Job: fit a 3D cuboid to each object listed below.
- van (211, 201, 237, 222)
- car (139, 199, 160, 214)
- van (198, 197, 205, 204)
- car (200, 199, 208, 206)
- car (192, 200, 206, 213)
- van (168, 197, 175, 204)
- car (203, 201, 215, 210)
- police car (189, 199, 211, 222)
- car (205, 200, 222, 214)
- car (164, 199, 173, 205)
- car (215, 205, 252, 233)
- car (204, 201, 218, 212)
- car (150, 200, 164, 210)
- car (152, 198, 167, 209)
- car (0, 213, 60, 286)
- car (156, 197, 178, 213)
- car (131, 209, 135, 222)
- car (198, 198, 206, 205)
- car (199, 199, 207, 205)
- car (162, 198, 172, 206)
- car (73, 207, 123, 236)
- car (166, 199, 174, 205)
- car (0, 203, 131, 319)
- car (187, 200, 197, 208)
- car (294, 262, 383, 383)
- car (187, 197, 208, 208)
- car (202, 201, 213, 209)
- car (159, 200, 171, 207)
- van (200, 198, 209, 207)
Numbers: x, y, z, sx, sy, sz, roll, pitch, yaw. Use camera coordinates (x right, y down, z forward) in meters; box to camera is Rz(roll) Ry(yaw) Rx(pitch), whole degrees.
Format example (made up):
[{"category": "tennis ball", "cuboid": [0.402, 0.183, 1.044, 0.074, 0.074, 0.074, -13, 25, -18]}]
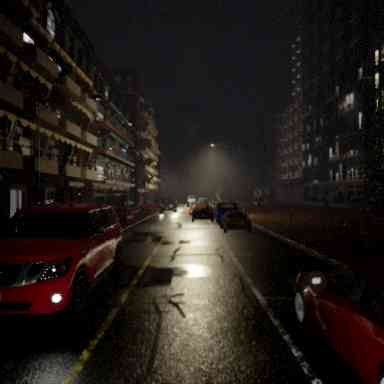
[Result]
[{"category": "van", "cuboid": [2.686, 1.622, 26.432, 1.690, 1.788, 3.998, 0, -1, 0]}, {"category": "car", "cuboid": [-5.693, 2.012, 43.010, 1.887, 1.381, 4.507, 0, -1, 0]}, {"category": "van", "cuboid": [2.689, 2.402, 92.749, 1.690, 1.788, 3.998, 0, -1, 0]}, {"category": "car", "cuboid": [2.690, 2.384, 76.336, 1.752, 1.417, 4.829, 0, -1, 0]}, {"category": "car", "cuboid": [0.889, 1.954, 45.620, 1.801, 1.575, 5.366, 0, -1, 0]}, {"category": "van", "cuboid": [-5.691, 2.402, 92.749, 1.690, 1.788, 3.998, 0, -1, 0]}, {"category": "car", "cuboid": [2.688, 2.177, 54.062, 1.802, 1.307, 4.206, 0, -1, 0]}, {"category": "police car", "cuboid": [0.902, 1.741, 29.539, 1.930, 1.638, 5.238, 0, -1, 0]}, {"category": "car", "cuboid": [2.687, 1.908, 43.010, 1.967, 1.590, 4.097, 0, -1, 0]}, {"category": "car", "cuboid": [-5.690, 2.490, 81.693, 1.947, 1.339, 4.313, 0, -1, 0]}, {"category": "car", "cuboid": [2.687, 1.749, 21.074, 1.752, 1.417, 4.829, 0, -1, 0]}, {"category": "car", "cuboid": [2.688, 2.059, 48.706, 1.752, 1.417, 4.829, 0, -1, 0]}, {"category": "car", "cuboid": [-5.692, 2.118, 53.893, 1.752, 1.417, 4.829, 0, -1, 0]}, {"category": "car", "cuboid": [-5.693, 1.974, 59.591, 2.192, 1.841, 5.009, 0, -1, 0]}, {"category": "car", "cuboid": [-5.695, 1.544, 9.853, 1.967, 1.590, 4.097, 0, -1, 0]}, {"category": "car", "cuboid": [-3.088, 1.698, 44.000, 2.150, 2.045, 5.566, 0, 0, 0]}, {"category": "car", "cuboid": [-5.693, 1.826, 26.430, 1.887, 1.381, 4.507, 0, -1, 0]}, {"category": "car", "cuboid": [2.689, 2.432, 87.220, 1.967, 1.590, 4.097, 0, -1, 0]}, {"category": "car", "cuboid": [2.690, 2.490, 81.693, 1.947, 1.339, 4.313, 0, -1, 0]}, {"category": "car", "cuboid": [-5.691, 2.296, 76.168, 1.967, 1.590, 4.097, 0, -1, 0]}, {"category": "car", "cuboid": [-5.693, 1.745, 20.735, 1.752, 1.417, 4.829, 0, -1, 0]}, {"category": "car", "cuboid": [-5.690, 2.537, 87.220, 1.887, 1.381, 4.507, 0, -1, 0]}, {"category": "car", "cuboid": [-3.102, 1.306, 7.883, 2.150, 2.045, 5.566, 0, -1, 0]}, {"category": "car", "cuboid": [0.005, 2.310, 63.818, 1.895, 1.301, 4.718, 0, -1, 0]}, {"category": "car", "cuboid": [2.685, 1.591, 4.325, 1.887, 1.381, 4.507, 0, -1, 0]}, {"category": "car", "cuboid": [0.764, 1.779, 39.443, 2.097, 1.767, 4.553, 0, -1, 3]}, {"category": "car", "cuboid": [2.688, 2.241, 59.587, 1.802, 1.307, 4.206, 0, -1, 0]}, {"category": "car", "cuboid": [-5.691, 2.341, 70.642, 2.008, 1.369, 4.403, 0, -1, 0]}, {"category": "van", "cuboid": [2.688, 2.131, 70.643, 1.690, 1.788, 3.998, 0, -1, 0]}]
